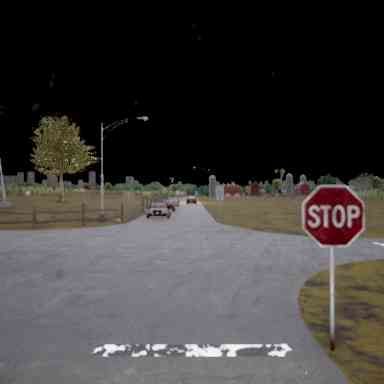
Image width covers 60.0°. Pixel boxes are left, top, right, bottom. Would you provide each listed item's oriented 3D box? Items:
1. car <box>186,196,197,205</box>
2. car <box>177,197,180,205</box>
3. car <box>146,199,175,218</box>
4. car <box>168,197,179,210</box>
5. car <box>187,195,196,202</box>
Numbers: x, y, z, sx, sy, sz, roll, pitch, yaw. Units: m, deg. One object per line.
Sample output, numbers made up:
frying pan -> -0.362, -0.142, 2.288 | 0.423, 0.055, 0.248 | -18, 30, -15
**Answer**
car -> -0.085, 1.524, 60.964 | 1.882, 1.535, 5.008 | 0, 0, 0
car -> -2.893, 1.522, 50.883 | 2.128, 1.511, 4.902 | 0, 0, 1
car -> -2.877, 1.577, 29.650 | 1.994, 1.385, 4.181 | 0, 0, 0
car -> -2.891, 1.620, 39.570 | 1.895, 1.301, 4.718 | 0, 0, 0
car -> -0.099, 1.450, 71.390 | 1.994, 1.385, 4.181 | 0, 0, 0
